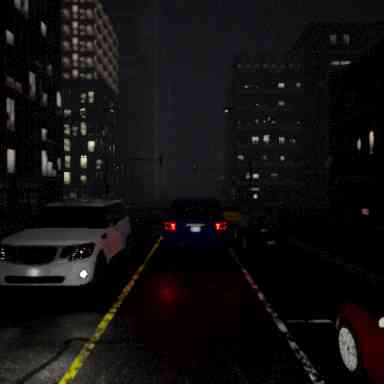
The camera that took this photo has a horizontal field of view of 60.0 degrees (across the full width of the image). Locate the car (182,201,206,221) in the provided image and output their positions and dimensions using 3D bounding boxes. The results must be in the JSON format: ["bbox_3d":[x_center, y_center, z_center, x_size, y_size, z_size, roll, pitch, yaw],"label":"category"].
[{"bbox_3d":[0.097,1.555,28.389,1.812,1.442,4.674,0,-1,-2],"label":"car"}]

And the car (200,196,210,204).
[{"bbox_3d":[2.673,1.624,68.861,2.008,1.369,4.403,-1,0,0],"label":"car"}]

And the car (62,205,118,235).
[{"bbox_3d":[-5.833,1.564,19.664,1.887,1.381,4.507,-1,0,0],"label":"car"}]

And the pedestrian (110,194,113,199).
[{"bbox_3d":[-12.552,0.900,51.722,0.500,1.100,0.500,0,0,1],"label":"pedestrian"}]

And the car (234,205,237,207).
[{"bbox_3d":[2.805,1.550,25.421,1.752,1.417,4.829,-1,0,0],"label":"car"}]

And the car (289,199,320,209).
[{"bbox_3d":[16.311,1.680,48.386,4.403,1.369,2.008,0,0,1],"label":"car"}]

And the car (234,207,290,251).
[{"bbox_3d":[2.806,1.564,13.963,2.008,1.369,4.403,-1,0,0],"label":"car"}]

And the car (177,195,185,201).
[{"bbox_3d":[-3.006,1.649,90.732,1.994,1.385,4.181,0,0,0],"label":"car"}]

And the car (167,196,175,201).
[{"bbox_3d":[-5.708,1.682,91.478,1.802,1.307,4.206,-1,0,0],"label":"car"}]

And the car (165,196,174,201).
[{"bbox_3d":[-5.708,1.638,85.824,1.887,1.381,4.507,-1,0,0],"label":"car"}]

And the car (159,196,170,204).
[{"bbox_3d":[-5.707,1.639,68.860,1.947,1.339,4.313,-1,0,0],"label":"car"}]

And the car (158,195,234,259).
[{"bbox_3d":[0.099,1.233,12.807,2.150,2.045,5.566,0,0,0],"label":"car"}]

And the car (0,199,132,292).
[{"bbox_3d":[-3.101,1.231,9.285,2.150,2.045,5.566,0,0,0],"label":"car"}]

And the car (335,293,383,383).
[{"bbox_3d":[2.746,1.547,2.674,1.887,1.381,4.507,-1,0,0],"label":"car"}]
